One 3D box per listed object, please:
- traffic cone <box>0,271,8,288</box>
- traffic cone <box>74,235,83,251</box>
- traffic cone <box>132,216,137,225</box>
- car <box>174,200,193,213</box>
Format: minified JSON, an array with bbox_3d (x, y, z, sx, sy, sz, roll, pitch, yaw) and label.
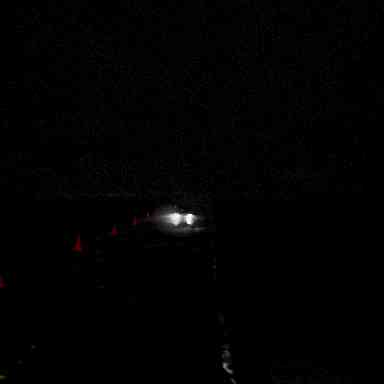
[{"bbox_3d":[-4.636,1.950,7.914,0.340,0.580,0.340,0,0,3],"label":"traffic cone"},{"bbox_3d":[-4.402,1.951,12.913,0.340,0.580,0.340,0,0,3],"label":"traffic cone"},{"bbox_3d":[-3.938,1.952,22.903,0.340,0.580,0.340,0,0,3],"label":"traffic cone"},{"bbox_3d":[-0.910,1.601,36.880,1.895,1.301,4.718,0,0,3],"label":"car"}]
